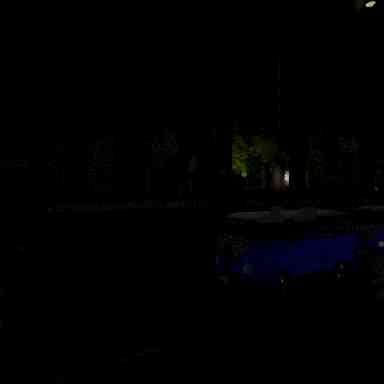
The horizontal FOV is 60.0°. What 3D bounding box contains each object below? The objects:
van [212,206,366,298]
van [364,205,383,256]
[{"bbox_3d":[2.368,1.340,8.234,3.998,1.788,1.690,0,0,-36],"label":"van"},{"bbox_3d":[6.970,1.338,11.525,3.998,1.788,1.690,0,0,-36],"label":"van"}]
